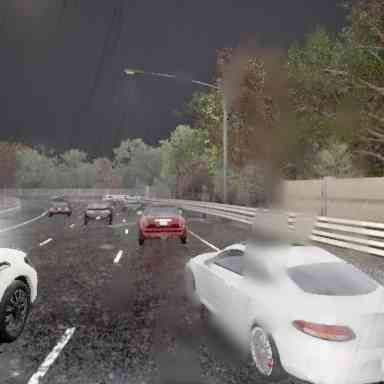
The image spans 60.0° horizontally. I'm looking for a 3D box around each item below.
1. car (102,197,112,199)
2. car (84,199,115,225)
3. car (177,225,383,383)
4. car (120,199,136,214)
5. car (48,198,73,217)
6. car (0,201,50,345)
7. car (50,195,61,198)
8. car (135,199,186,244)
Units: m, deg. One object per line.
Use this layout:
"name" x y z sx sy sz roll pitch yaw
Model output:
"car" -13.237 1.516 51.793 1.812 1.442 4.674 0 0 -25
"car" -6.715 1.487 24.169 2.128 1.511 4.902 0 0 -13
"car" 1.290 1.524 5.474 1.812 1.442 4.674 0 0 -18
"car" -6.527 1.484 35.430 2.128 1.511 4.902 0 0 -19
"car" -12.356 1.541 31.371 2.033 1.411 5.357 0 0 -18
"car" -3.629 1.221 3.219 2.150 2.045 5.566 0 0 -2
"car" -31.483 1.510 76.540 1.812 1.442 4.674 0 0 -44
"car" -1.536 1.348 16.035 2.097 1.767 4.553 0 0 -9
